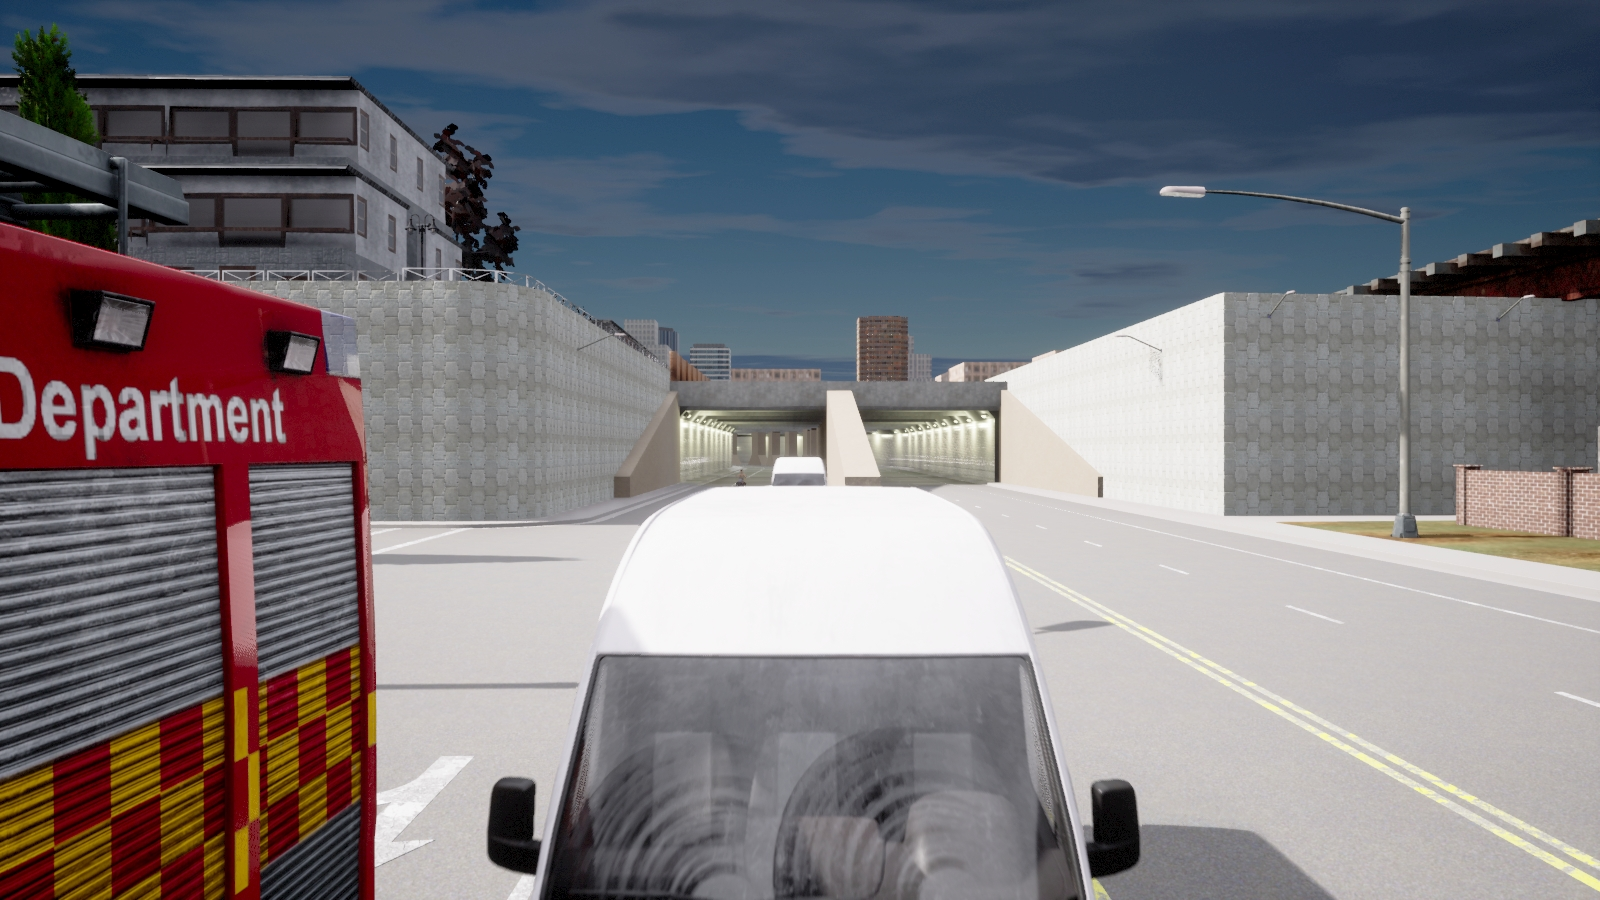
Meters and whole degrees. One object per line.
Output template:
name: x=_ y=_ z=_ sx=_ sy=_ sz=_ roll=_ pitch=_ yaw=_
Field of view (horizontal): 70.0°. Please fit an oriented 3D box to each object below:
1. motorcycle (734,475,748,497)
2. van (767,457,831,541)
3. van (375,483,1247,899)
motorcycle: x=-3.552 y=2.170 z=68.950 sx=0.764 sy=1.277 sz=2.356 roll=0 pitch=0 yaw=0
van: x=-0.035 y=1.534 z=38.416 sx=1.988 sy=2.561 sz=5.915 roll=0 pitch=0 yaw=0
van: x=0.051 y=1.533 z=5.566 sx=1.988 sy=2.561 sz=5.915 roll=0 pitch=0 yaw=1
